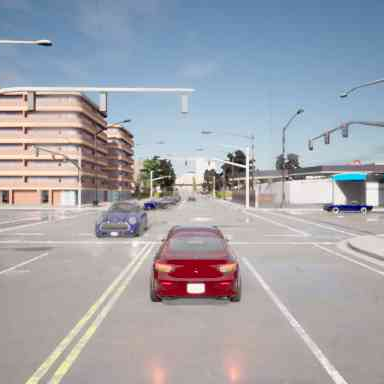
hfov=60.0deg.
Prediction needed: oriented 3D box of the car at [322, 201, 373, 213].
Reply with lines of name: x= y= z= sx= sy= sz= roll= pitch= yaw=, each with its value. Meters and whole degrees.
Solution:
car: x=16.508 y=1.601 z=35.464 sx=4.718 sy=1.301 sz=1.895 roll=0 pitch=0 yaw=1

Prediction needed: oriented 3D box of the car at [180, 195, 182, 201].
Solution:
car: x=-3.553 y=1.506 z=69.429 sx=2.128 sy=1.511 sz=4.902 roll=0 pitch=0 yaw=0

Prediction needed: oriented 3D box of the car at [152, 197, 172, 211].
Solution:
car: x=-4.503 y=1.578 z=41.364 sx=1.895 sy=1.301 sz=4.718 roll=0 pitch=0 yaw=15

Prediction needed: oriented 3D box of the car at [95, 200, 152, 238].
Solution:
car: x=-3.610 y=1.349 z=17.713 sx=2.097 sy=1.767 sz=4.553 roll=0 pitch=0 yaw=0

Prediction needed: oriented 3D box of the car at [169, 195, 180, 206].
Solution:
car: x=-3.631 y=1.492 z=55.155 sx=2.128 sy=1.511 sz=4.902 roll=0 pitch=0 yaw=0

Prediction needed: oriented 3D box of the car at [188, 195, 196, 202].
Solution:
car: x=-0.061 y=1.540 z=79.819 sx=2.033 sy=1.411 sz=5.357 roll=0 pitch=0 yaw=0

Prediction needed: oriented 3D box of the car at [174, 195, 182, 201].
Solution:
car: x=-3.564 y=1.500 z=83.906 sx=1.837 sy=1.490 sz=4.892 roll=0 pitch=0 yaw=0

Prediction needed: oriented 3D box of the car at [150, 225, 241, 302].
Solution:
car: x=0.076 y=1.526 z=8.154 sx=1.812 sy=1.442 sz=4.674 roll=0 pitch=0 yaw=0
